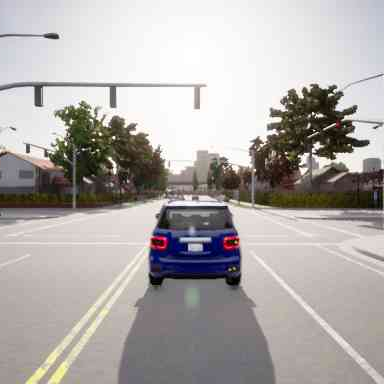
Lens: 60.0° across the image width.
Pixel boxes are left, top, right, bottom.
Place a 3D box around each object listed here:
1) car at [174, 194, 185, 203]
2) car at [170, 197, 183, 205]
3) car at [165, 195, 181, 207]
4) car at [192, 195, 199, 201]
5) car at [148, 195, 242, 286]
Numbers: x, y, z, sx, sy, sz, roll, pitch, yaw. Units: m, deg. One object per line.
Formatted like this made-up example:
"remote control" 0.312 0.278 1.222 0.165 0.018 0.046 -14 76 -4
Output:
"car" -2.642 1.380 71.843 2.097 1.767 4.553 0 0 0
"car" -2.787 1.585 60.961 1.994 1.385 4.181 0 0 1
"car" -2.879 1.370 50.990 2.097 1.767 4.553 0 0 0
"car" 0.970 1.508 88.048 1.882 1.535 5.008 0 0 0
"car" 0.075 1.227 9.565 2.150 2.045 5.566 0 0 0
